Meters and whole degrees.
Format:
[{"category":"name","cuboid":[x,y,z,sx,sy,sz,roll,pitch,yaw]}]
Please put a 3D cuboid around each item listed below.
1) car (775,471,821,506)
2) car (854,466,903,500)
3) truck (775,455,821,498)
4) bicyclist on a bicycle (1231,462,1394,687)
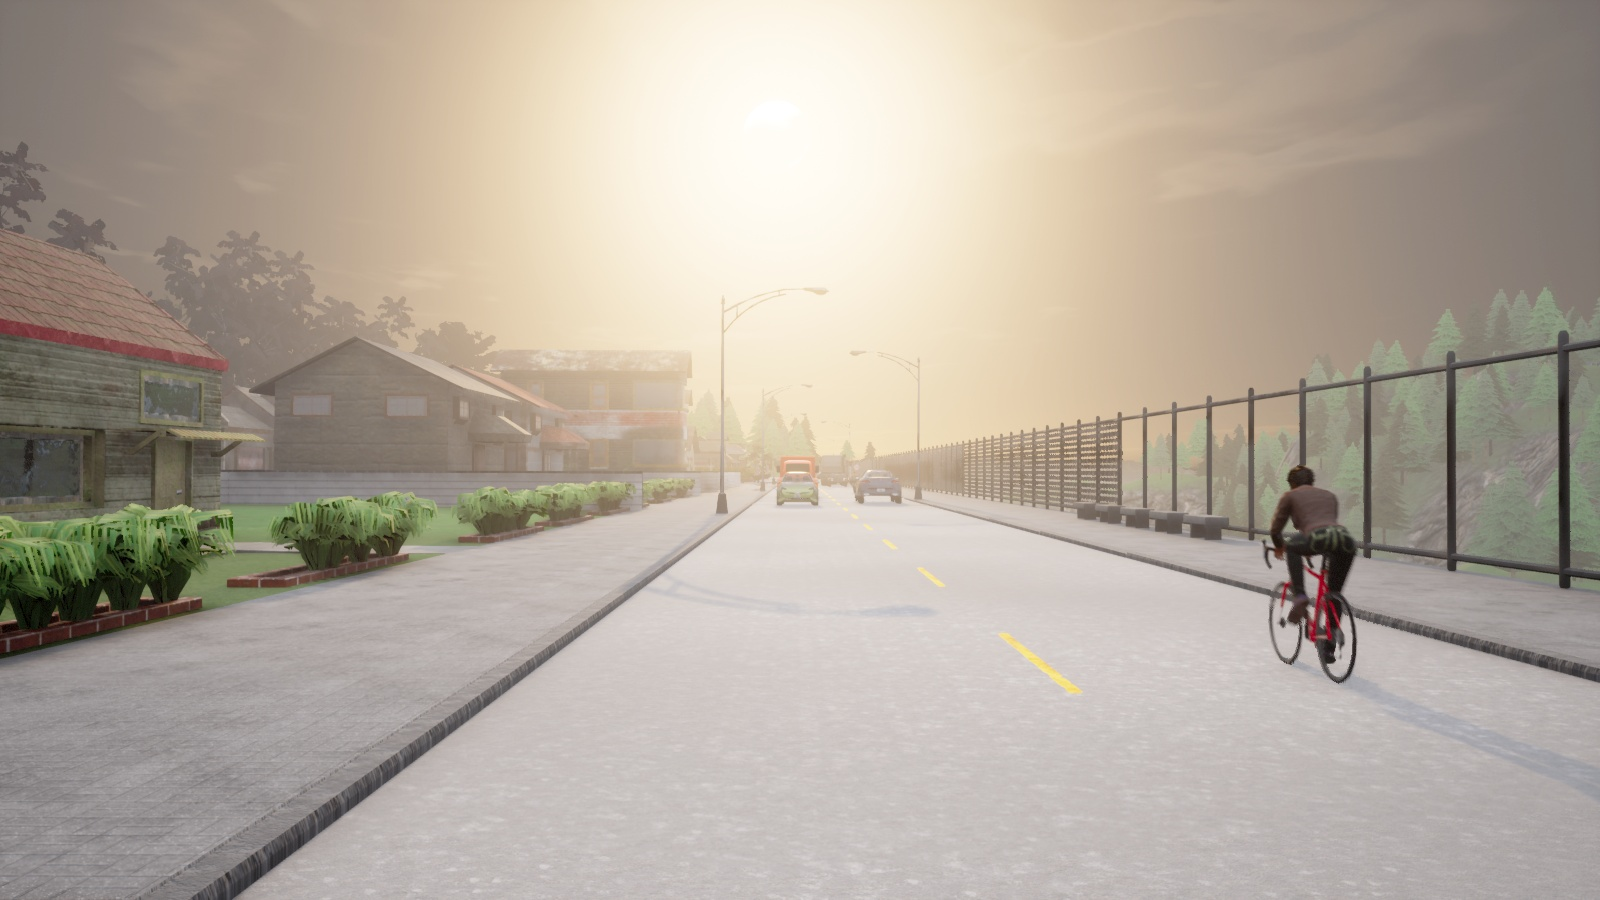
[{"category":"car","cuboid":[-0.096,1.723,57.410,2.007,1.525,4.514,0,-1,0]},{"category":"car","cuboid":[3.892,1.633,62.981,2.152,1.651,5.027,0,-1,0]},{"category":"truck","cuboid":[-0.132,1.590,75.301,2.627,2.467,5.204,0,-1,0]},{"category":"bicyclist on a bicycle","cuboid":[3.988,0.917,9.903,0.582,1.620,1.656,0,-1,0]}]
